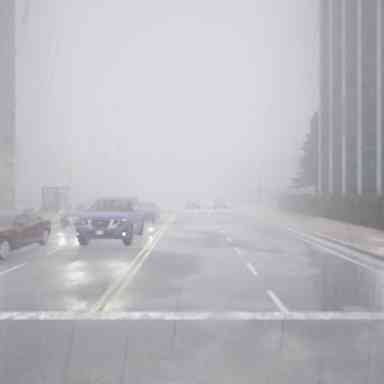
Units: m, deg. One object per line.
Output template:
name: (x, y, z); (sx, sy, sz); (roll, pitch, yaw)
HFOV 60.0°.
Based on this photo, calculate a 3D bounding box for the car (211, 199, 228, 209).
car: (3.581, 1.579, 44.112); (1.895, 1.301, 4.718); (0, 1, 0)

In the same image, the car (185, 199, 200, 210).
car: (0.077, 1.578, 43.988); (1.895, 1.301, 4.718); (0, 1, 0)

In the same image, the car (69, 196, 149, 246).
car: (-3.594, 1.223, 15.697); (2.150, 2.045, 5.566); (0, 0, 0)

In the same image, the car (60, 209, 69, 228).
car: (-7.081, 1.494, 22.094); (2.128, 1.511, 4.902); (0, 0, 0)

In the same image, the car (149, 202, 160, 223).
car: (-3.573, 1.480, 25.692); (1.882, 1.535, 5.008); (0, 0, 1)

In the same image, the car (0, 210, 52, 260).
car: (-7.096, 1.479, 12.607); (1.882, 1.535, 5.008); (0, 0, 0)
